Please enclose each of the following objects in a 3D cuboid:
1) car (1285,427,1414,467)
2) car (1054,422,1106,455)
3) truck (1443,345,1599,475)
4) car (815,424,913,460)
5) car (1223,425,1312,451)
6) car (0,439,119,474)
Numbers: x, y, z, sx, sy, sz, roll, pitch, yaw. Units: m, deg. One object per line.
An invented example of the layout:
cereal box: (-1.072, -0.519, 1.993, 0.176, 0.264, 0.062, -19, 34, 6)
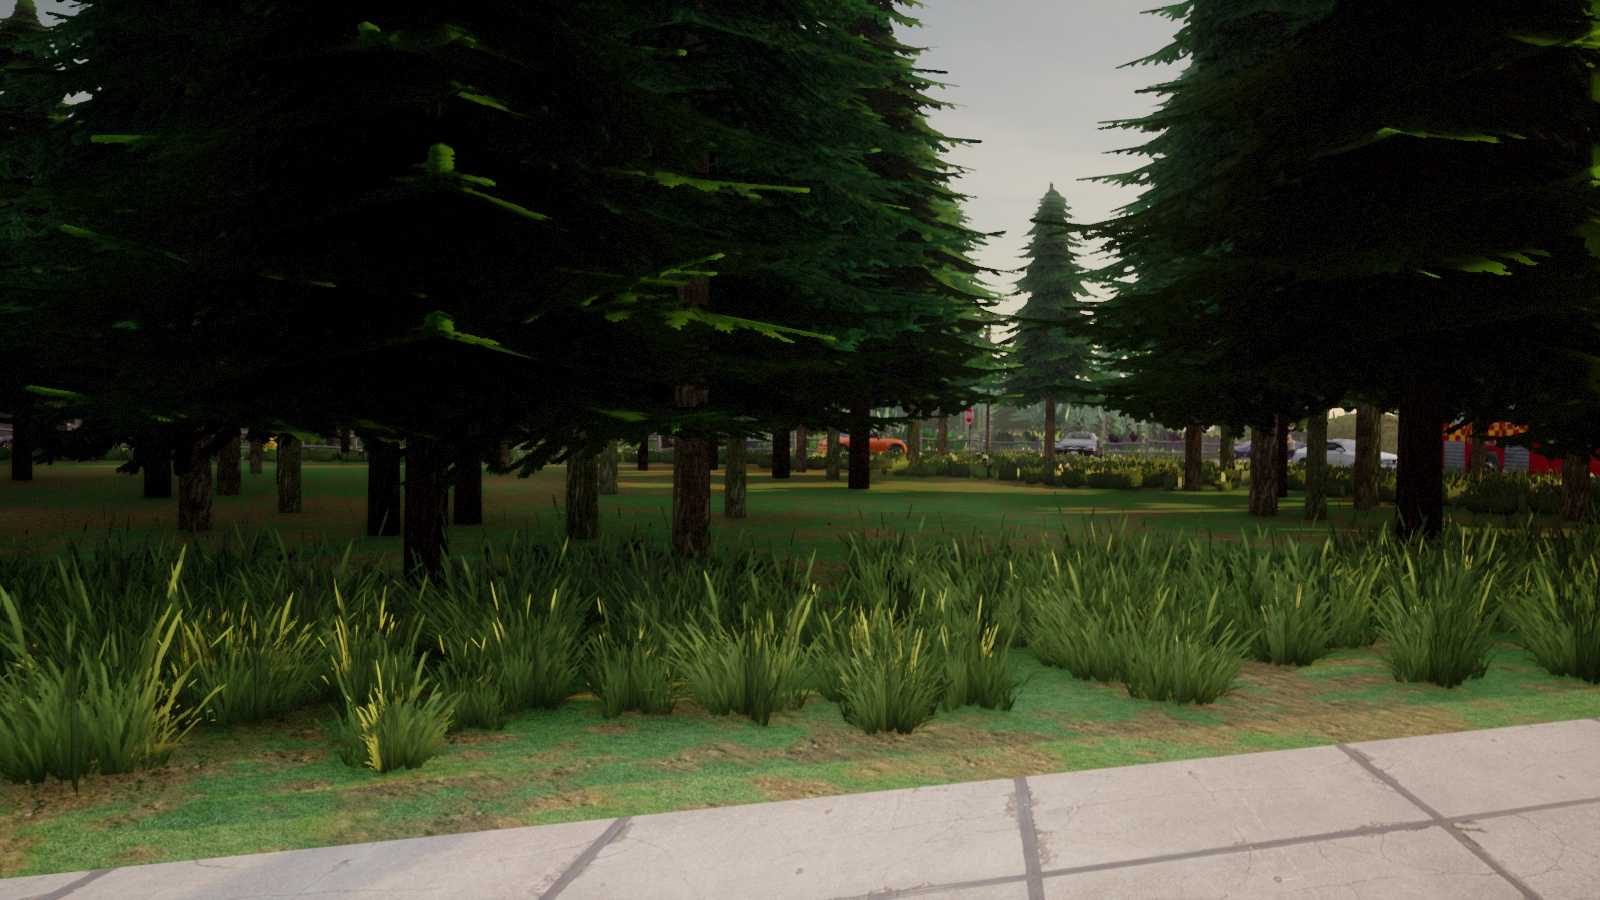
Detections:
car: (21.042, -0.143, 48.319, 1.812, 1.442, 4.674, -1, 1, -21)
car: (15.022, -0.650, 67.270, 2.152, 1.651, 5.027, 0, 1, 19)
truck: (24.574, -1.220, 38.976, 2.891, 3.827, 8.468, -1, 1, -21)
car: (3.272, -0.421, 64.387, 4.553, 1.767, 2.097, -1, 1, -18)
car: (28.381, -0.729, 76.242, 4.792, 1.488, 2.163, -1, 1, -18)
car: (-32.867, 0.271, 55.465, 4.674, 1.442, 1.812, -1, 1, -20)
